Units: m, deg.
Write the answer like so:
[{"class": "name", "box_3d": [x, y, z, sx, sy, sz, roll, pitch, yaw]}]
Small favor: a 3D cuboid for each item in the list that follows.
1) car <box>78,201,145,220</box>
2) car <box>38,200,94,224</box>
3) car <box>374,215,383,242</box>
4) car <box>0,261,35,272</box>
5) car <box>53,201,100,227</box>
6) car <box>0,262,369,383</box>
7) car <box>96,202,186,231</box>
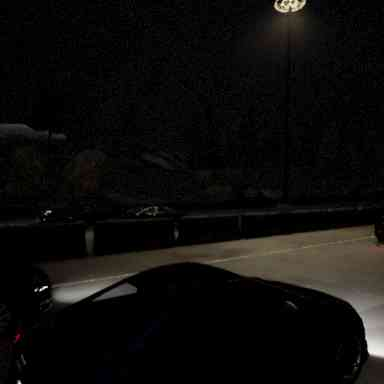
[{"class": "car", "box_3d": [-6.949, 1.577, 29.021, 5.357, 1.411, 2.033, 0, 0, -35]}, {"class": "car", "box_3d": [-8.445, 1.374, 23.705, 4.553, 1.767, 2.097, 0, 0, -35]}, {"class": "car", "box_3d": [10.324, 1.532, 15.415, 4.892, 1.490, 1.837, 0, 0, -36]}, {"class": "car", "box_3d": [-4.637, 1.499, 4.738, 4.892, 1.490, 1.837, 1, 0, -36]}, {"class": "car", "box_3d": [-5.835, 1.502, 21.262, 5.008, 1.535, 1.882, 0, 0, -35]}, {"class": "car", "box_3d": [0.222, 1.575, 3.906, 4.181, 1.385, 1.994, 0, 0, -36]}, {"class": "car", "box_3d": [-2.628, 1.520, 19.237, 4.902, 1.511, 2.128, 0, 0, -35]}]
